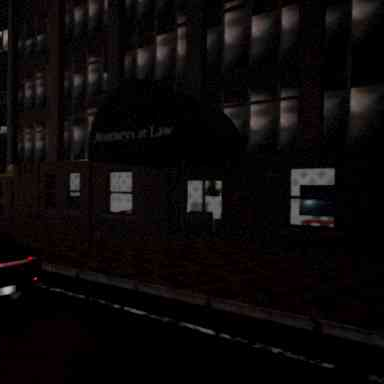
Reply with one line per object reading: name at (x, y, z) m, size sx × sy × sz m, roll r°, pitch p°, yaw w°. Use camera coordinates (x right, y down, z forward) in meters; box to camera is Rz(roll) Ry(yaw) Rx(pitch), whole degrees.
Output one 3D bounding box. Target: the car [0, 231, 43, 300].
car at (-5.221, 1.488, 7.100) m, size 4.902 × 1.511 × 2.128 m, roll 0°, pitch 0°, yaw 33°
